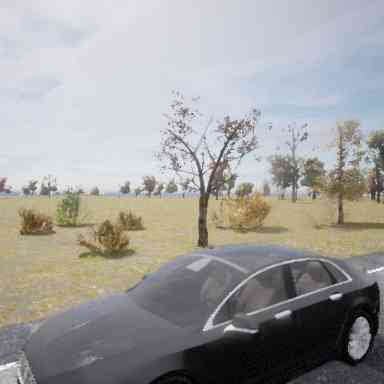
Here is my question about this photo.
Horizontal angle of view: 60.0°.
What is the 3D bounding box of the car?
[{"bbox_3d":[0.518,1.505,4.267,4.892,1.490,1.837,0,0,-35],"label":"car"}]
